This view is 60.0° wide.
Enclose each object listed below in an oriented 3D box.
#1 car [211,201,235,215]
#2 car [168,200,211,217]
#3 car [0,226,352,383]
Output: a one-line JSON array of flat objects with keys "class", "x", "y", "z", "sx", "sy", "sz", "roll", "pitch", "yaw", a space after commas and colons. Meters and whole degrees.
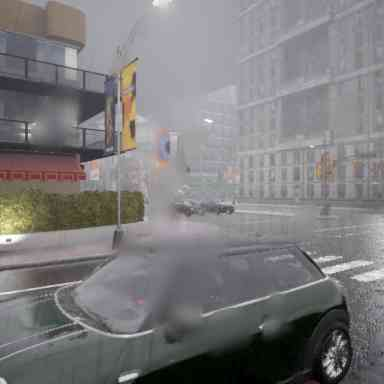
[{"class": "car", "x": 2.251, "y": 1.601, "z": 34.143, "sx": 1.895, "sy": 1.301, "sz": 4.718, "roll": 0, "pitch": 0, "yaw": -35}, {"class": "car", "x": -0.598, "y": 1.526, "z": 32.112, "sx": 1.812, "sy": 1.442, "sz": 4.674, "roll": 0, "pitch": 0, "yaw": -35}, {"class": "car", "x": -0.258, "y": 1.352, "z": 3.744, "sx": 4.553, "sy": 1.767, "sz": 2.097, "roll": 0, "pitch": 0, "yaw": -35}]
